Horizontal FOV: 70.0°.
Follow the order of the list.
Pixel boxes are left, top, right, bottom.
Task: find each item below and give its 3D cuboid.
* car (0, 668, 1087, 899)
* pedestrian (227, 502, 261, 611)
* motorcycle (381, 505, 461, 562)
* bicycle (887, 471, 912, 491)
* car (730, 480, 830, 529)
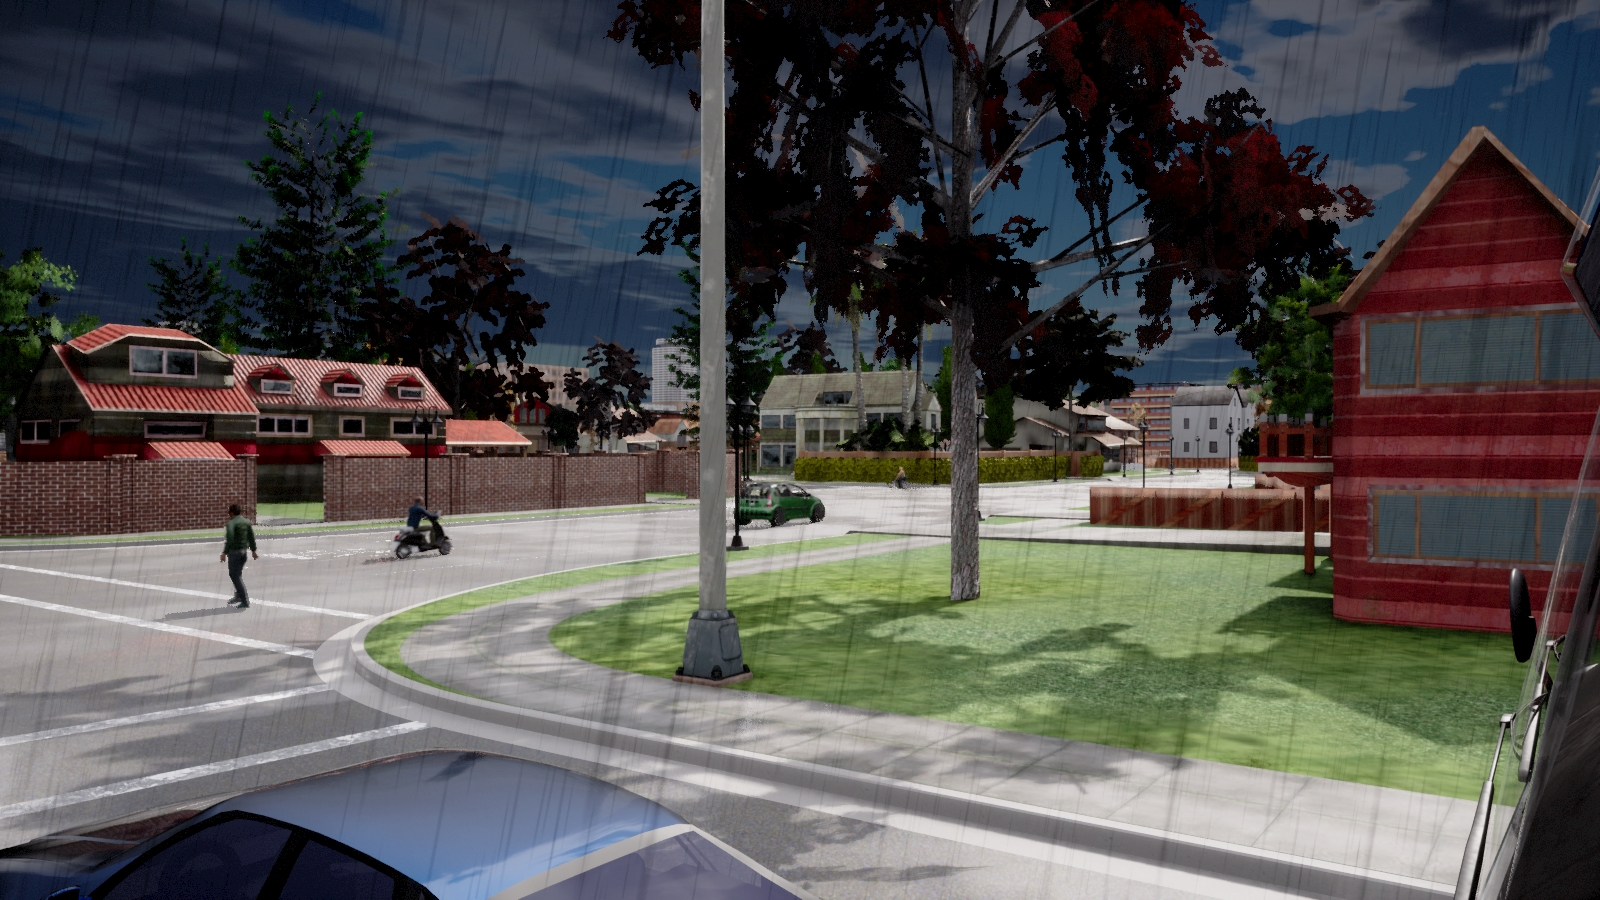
[{"bbox_3d":[-1.713,2.106,4.943,5.357,1.411,2.033,0,0,36],"label":"car"},{"bbox_3d":[-9.695,1.848,19.936,0.375,1.860,0.375,0,0,19],"label":"pedestrian"},{"bbox_3d":[-9.767,2.129,29.528,0.856,1.341,1.805,-1,-1,34],"label":"motorcycle"},{"bbox_3d":[6.618,2.048,75.983,1.487,1.301,0.859,0,-2,25],"label":"bicycle"},{"bbox_3d":[-0.704,1.999,42.965,1.851,1.617,3.988,0,0,34],"label":"car"}]
